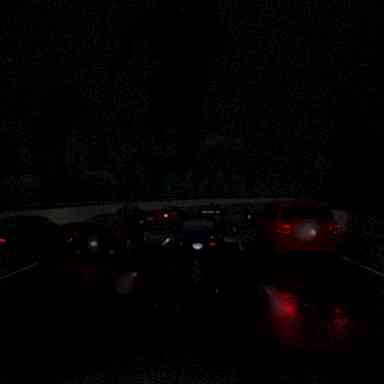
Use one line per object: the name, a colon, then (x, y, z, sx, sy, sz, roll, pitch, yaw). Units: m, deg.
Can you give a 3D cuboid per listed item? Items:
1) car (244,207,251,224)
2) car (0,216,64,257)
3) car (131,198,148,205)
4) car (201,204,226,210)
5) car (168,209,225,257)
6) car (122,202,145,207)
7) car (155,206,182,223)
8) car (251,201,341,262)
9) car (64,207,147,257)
car: (5.161, 1.856, 26.656, 1.895, 1.301, 4.718, 0, -1, 8)
car: (-6.687, 1.670, 13.419, 2.033, 1.411, 5.357, 0, -1, 4)
car: (-12.790, 2.276, 81.223, 2.128, 1.511, 4.902, 0, -1, 21)
car: (1.724, 1.752, 27.309, 2.128, 1.511, 4.902, 0, 0, 8)
car: (0.334, 1.653, 13.388, 1.812, 1.442, 4.674, 0, 0, 4)
car: (-5.213, 1.827, 28.248, 1.994, 1.385, 4.181, 0, 0, 8)
car: (-1.742, 1.825, 27.796, 1.994, 1.385, 4.181, 0, 0, 8)
car: (3.796, 1.341, 12.821, 2.150, 2.045, 5.566, 0, 0, 4)
car: (-3.151, 1.605, 13.700, 1.882, 1.535, 5.008, 0, 0, 4)
